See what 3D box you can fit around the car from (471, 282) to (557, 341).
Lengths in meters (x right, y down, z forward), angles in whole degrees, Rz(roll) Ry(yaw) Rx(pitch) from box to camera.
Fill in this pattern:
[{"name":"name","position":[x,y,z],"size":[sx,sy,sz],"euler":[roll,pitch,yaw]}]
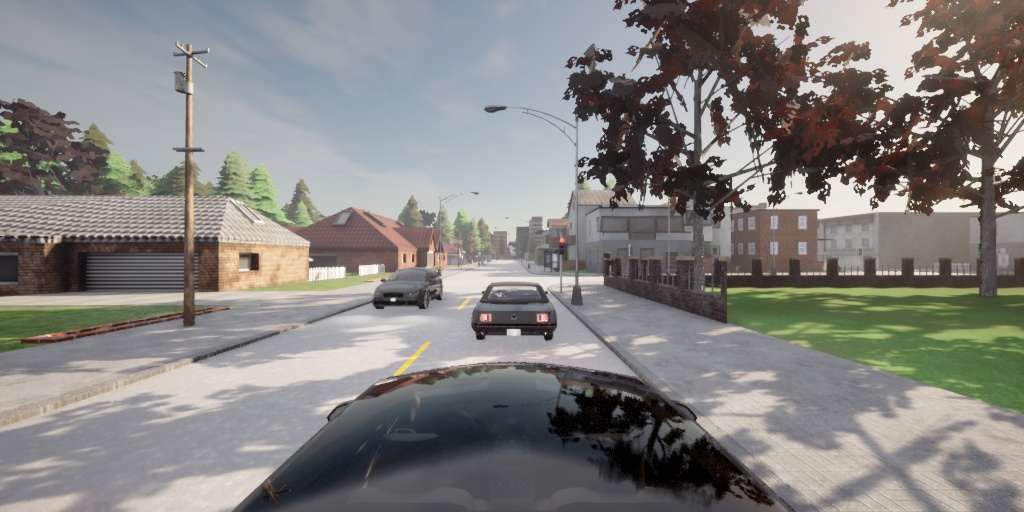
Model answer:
[{"name":"car","position":[0.078,1.351,9.906],"size":[1.895,1.301,4.718],"euler":[0,0,1]}]

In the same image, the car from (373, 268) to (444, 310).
[{"name":"car","position":[-4.056,1.256,14.709],"size":[1.837,1.490,4.892],"euler":[0,0,0]}]
